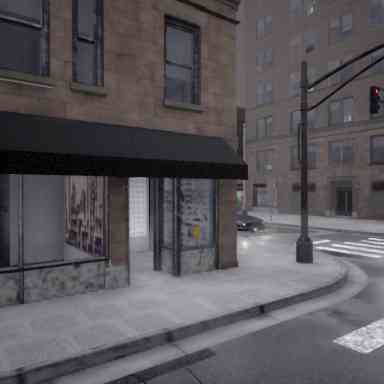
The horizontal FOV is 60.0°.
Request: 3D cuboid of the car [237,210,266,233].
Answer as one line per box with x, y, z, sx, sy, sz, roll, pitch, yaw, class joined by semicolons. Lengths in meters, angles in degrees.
1.721;1.539;19.321;2.033;1.411;5.357;0;0;-36;car
